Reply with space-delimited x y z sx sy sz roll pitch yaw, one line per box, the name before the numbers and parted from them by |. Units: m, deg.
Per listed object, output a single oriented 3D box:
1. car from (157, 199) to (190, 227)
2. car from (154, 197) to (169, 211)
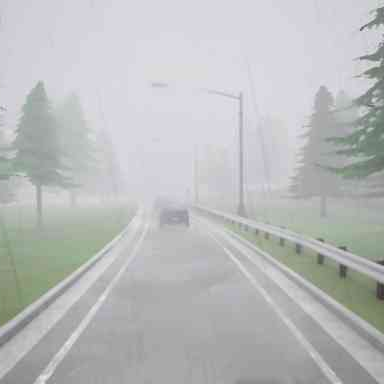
car | -1.279 1.481 22.636 1.882 1.535 5.008 0 0 -6
car | -3.691 1.362 41.486 2.097 1.767 4.553 0 0 -8
